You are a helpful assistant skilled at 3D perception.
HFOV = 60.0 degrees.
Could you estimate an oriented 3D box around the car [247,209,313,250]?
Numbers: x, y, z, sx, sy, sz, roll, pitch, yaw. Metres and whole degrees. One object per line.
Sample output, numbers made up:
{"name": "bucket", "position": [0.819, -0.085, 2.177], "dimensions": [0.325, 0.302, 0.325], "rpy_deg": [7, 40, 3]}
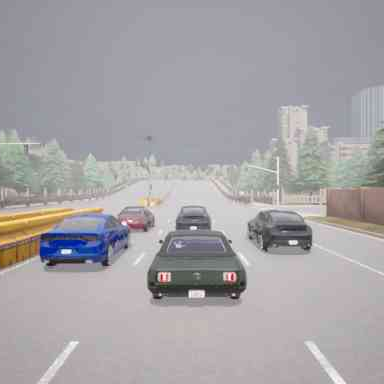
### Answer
{"name": "car", "position": [3.579, 1.507, 14.179], "dimensions": [1.837, 1.490, 4.892], "rpy_deg": [0, 1, 0]}

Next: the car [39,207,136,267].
{"name": "car", "position": [-3.418, 1.478, 11.508], "dimensions": [1.882, 1.535, 5.008], "rpy_deg": [0, 0, 0]}

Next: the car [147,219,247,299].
{"name": "car", "position": [0.089, 1.601, 8.388], "dimensions": [1.895, 1.301, 4.718], "rpy_deg": [0, 0, 0]}

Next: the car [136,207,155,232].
{"name": "car", "position": [-3.430, 1.564, 20.223], "dimensions": [1.994, 1.385, 4.181], "rpy_deg": [0, 0, 0]}

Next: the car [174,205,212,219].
{"name": "car", "position": [0.072, 1.505, 18.625], "dimensions": [1.837, 1.490, 4.892], "rpy_deg": [0, 0, 0]}
